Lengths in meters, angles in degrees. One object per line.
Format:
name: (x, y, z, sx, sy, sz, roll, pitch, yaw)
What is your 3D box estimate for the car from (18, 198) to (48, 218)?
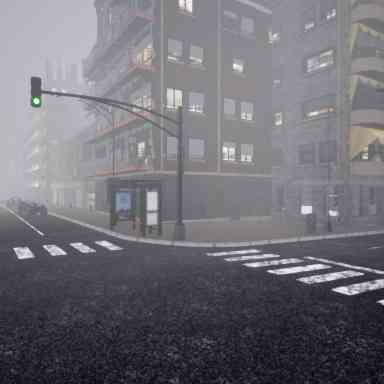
car: (-13.933, 1.547, 29.507, 2.008, 1.369, 4.403, 0, 0, -32)

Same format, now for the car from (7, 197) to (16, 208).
car: (-25.847, 1.435, 48.658, 1.967, 1.590, 4.097, 0, 0, -32)

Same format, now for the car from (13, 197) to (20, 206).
car: (-16.911, 1.541, 34.294, 1.887, 1.381, 4.507, 0, 0, -32)
